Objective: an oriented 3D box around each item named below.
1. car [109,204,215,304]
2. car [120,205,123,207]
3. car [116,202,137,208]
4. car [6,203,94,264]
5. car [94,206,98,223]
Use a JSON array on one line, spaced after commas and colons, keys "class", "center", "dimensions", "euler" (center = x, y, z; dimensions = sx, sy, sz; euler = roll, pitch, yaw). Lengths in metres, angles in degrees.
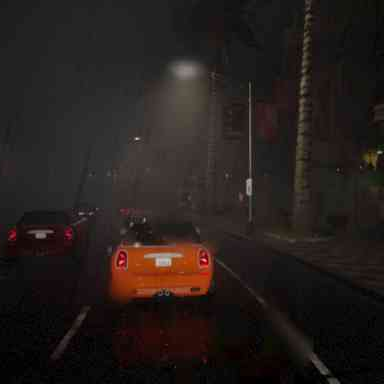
[{"class": "car", "center": [-0.786, 1.347, 8.424], "dimensions": [2.097, 1.767, 4.553], "euler": [0, 0, -7]}, {"class": "car", "center": [-2.772, 1.591, 18.165], "dimensions": [1.895, 1.301, 4.718], "euler": [0, 0, -13]}, {"class": "car", "center": [-5.145, 1.511, 27.003], "dimensions": [1.812, 1.442, 4.674], "euler": [0, 0, -15]}, {"class": "car", "center": [-4.993, 1.345, 12.149], "dimensions": [2.097, 1.767, 4.553], "euler": [0, 0, -11]}, {"class": "car", "center": [-8.149, 1.534, 25.121], "dimensions": [2.033, 1.411, 5.357], "euler": [0, 0, -15]}]
